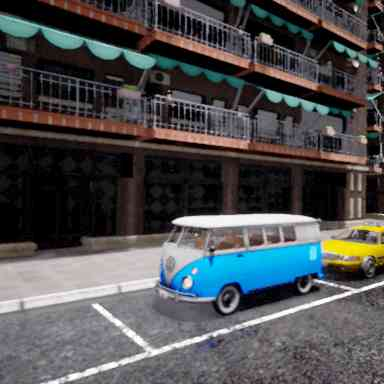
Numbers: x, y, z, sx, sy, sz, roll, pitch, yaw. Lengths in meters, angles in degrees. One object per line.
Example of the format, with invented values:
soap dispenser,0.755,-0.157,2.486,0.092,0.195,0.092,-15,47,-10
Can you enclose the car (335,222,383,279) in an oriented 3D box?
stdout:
car,5.548,1.662,10.510,4.829,1.417,1.752,1,0,-35

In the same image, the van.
van,1.191,1.408,7.404,3.998,1.788,1.690,1,0,-35
